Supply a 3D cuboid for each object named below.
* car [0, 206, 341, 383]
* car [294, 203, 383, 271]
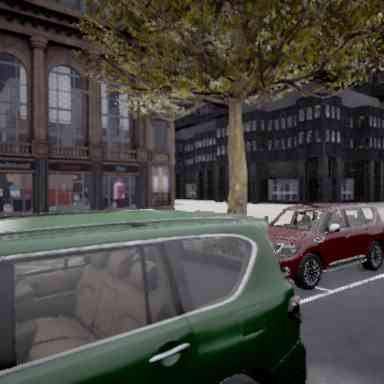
[{"bbox_3d":[-1.562,1.221,2.261,5.566,2.045,2.150,-1,0,-36],"label":"car"},{"bbox_3d":[3.418,1.256,9.115,5.009,1.841,2.192,-1,0,-36],"label":"car"}]
